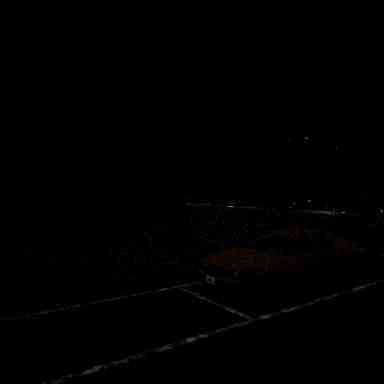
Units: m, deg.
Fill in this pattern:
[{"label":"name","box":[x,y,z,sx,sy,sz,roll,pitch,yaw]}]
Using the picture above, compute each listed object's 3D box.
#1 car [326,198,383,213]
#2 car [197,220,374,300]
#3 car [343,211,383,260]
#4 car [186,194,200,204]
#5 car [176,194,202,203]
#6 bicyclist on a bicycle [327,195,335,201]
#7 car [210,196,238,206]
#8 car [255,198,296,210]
[{"label":"car","box":[14.700,1.337,30.230,2.128,1.511,4.902,1,0,-34]},{"label":"car","box":[2.372,1.525,8.357,4.829,1.417,1.752,0,1,-35]},{"label":"car","box":[7.132,1.545,11.662,4.507,1.381,1.887,0,1,-35]},{"label":"car","box":[-1.261,1.189,53.575,1.895,1.301,4.718,1,0,-34]},{"label":"car","box":[-0.552,1.081,58.129,2.128,1.511,4.902,1,0,-34]},{"label":"bicyclist on a bicycle","box":[16.306,1.153,38.926,1.656,1.620,0.582,0,0,-34]},{"label":"car","box":[4.336,1.243,45.367,1.994,1.385,4.181,1,0,-34]},{"label":"car","box":[9.460,1.363,37.875,1.895,1.301,4.718,1,0,-34]}]
